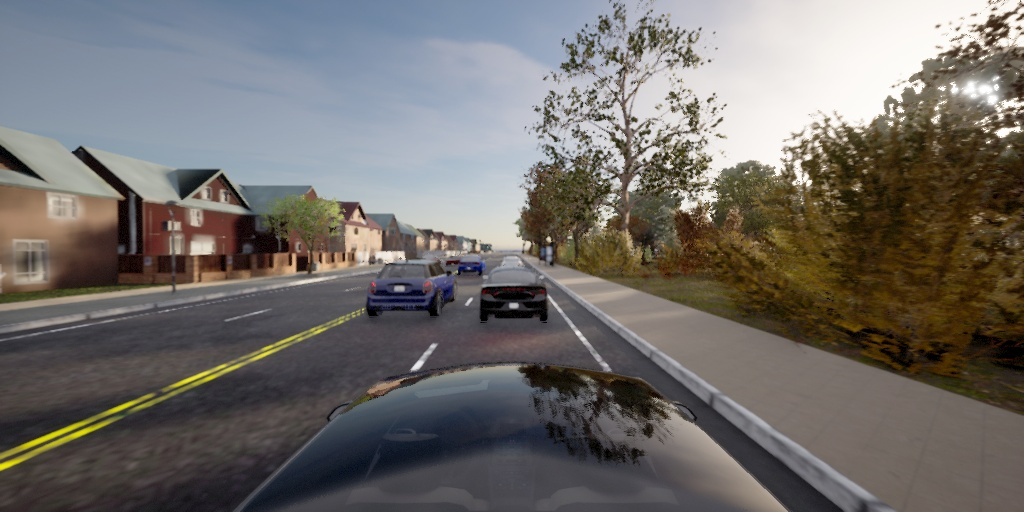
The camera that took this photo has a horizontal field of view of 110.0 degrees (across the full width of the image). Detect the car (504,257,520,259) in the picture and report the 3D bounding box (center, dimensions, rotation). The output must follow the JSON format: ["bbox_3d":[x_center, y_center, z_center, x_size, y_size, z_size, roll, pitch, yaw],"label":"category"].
[{"bbox_3d":[0.001,0.772,28.915,1.812,1.442,4.674,0,1,0],"label":"car"}]

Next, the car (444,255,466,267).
[{"bbox_3d":[-6.720,0.597,42.737,1.895,1.301,4.718,0,1,0],"label":"car"}]

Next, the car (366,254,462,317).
[{"bbox_3d":[-3.200,0.905,12.331,2.097,1.767,4.553,0,1,0],"label":"car"}]

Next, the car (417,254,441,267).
[{"bbox_3d":[-9.968,0.506,43.576,1.812,1.442,4.674,0,1,0],"label":"car"}]

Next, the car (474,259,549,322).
[{"bbox_3d":[0.049,1.045,11.482,1.882,1.535,5.008,0,1,0],"label":"car"}]

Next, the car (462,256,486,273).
[{"bbox_3d":[-3.250,0.713,29.532,1.882,1.535,5.008,0,1,0],"label":"car"}]
